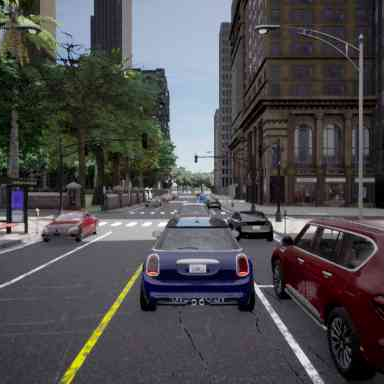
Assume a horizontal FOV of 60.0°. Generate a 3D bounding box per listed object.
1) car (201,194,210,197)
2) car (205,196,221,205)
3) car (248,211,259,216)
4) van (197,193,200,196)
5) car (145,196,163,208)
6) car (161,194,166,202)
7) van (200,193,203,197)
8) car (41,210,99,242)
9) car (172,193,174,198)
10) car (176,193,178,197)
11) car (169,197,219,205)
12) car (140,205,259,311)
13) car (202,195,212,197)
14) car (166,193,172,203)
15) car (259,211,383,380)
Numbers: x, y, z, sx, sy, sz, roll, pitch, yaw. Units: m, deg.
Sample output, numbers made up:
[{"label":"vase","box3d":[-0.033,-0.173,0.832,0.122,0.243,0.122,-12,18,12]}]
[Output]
[{"label":"car","box3d":[2.731,1.499,53.715,1.752,1.417,4.829,0,0,0]},{"label":"car","box3d":[2.737,1.548,42.704,1.947,1.339,4.313,0,0,0]},{"label":"car","box3d":[2.750,1.562,16.267,1.947,1.339,4.313,0,0,0]},{"label":"van","box3d":[2.717,1.282,80.647,1.690,1.788,3.998,0,0,0]},{"label":"car","box3d":[-5.791,1.529,48.140,2.008,1.369,4.403,0,0,0]},{"label":"car","box3d":[-5.795,1.414,53.560,1.967,1.590,4.097,0,0,0]},{"label":"van","box3d":[2.728,1.310,58.965,1.690,1.788,3.998,0,0,0]},{"label":"car","box3d":[-5.775,1.578,16.281,1.802,1.307,4.206,0,0,0]},{"label":"car","box3d":[-5.806,1.264,75.242,2.192,1.841,5.009,0,0,0]},{"label":"car","box3d":[-5.814,1.239,91.502,2.192,1.841,5.009,0,0,0]},{"label":"car","box3d":[0.091,1.348,17.449,2.097,1.767,4.553,0,0,0]},{"label":"car","box3d":[0.098,1.351,7.915,2.097,1.767,4.553,0,0,0]},{"label":"car","box3d":[2.734,1.544,48.125,1.947,1.339,4.313,0,0,0]},{"label":"car","box3d":[-5.803,1.396,69.821,1.967,1.590,4.097,0,0,0]},{"label":"car","box3d":[2.755,1.314,5.417,2.192,1.841,5.009,0,0,0]}]
